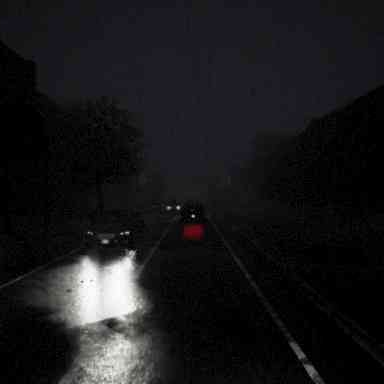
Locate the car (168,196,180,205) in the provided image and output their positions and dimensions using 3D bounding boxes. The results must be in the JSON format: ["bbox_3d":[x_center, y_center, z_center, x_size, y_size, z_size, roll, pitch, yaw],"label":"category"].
[{"bbox_3d":[-3.057,1.435,57.132,1.882,1.535,5.008,0,1,0],"label":"car"}]

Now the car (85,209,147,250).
[{"bbox_3d":[-3.101,1.506,14.347,2.128,1.511,4.902,0,0,0],"label":"car"}]

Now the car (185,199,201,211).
[{"bbox_3d":[0.095,1.600,42.979,1.994,1.385,4.181,0,0,0],"label":"car"}]

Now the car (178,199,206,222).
[{"bbox_3d":[0.097,1.550,27.157,1.837,1.490,4.892,0,0,0],"label":"car"}]
